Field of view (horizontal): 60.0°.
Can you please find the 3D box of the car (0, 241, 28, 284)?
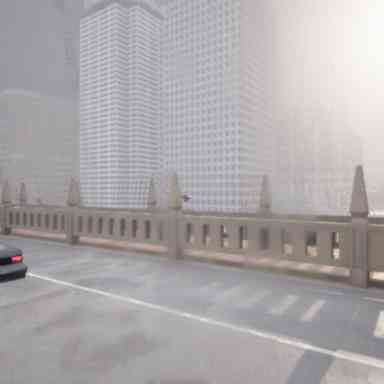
[{"bbox_3d":[-6.298,1.552,8.335,5.357,1.411,2.033,0,0,34],"label":"car"}]
